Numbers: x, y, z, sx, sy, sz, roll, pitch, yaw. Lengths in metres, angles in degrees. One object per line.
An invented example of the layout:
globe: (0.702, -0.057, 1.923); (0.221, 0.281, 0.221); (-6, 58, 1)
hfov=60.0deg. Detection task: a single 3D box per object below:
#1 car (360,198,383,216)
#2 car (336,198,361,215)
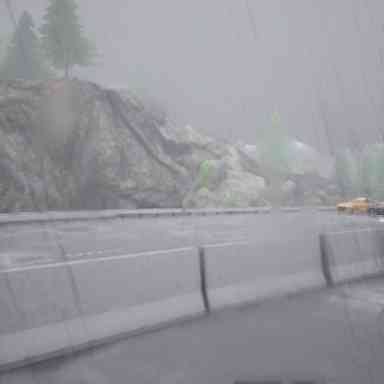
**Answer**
car: (17.802, 1.385, 29.587); (5.008, 1.535, 1.882); (0, 0, -23)
car: (16.528, 1.374, 32.847); (5.008, 1.535, 1.882); (0, 0, -23)
